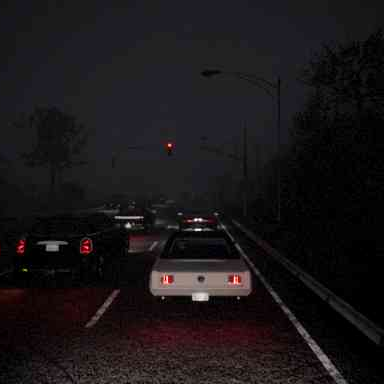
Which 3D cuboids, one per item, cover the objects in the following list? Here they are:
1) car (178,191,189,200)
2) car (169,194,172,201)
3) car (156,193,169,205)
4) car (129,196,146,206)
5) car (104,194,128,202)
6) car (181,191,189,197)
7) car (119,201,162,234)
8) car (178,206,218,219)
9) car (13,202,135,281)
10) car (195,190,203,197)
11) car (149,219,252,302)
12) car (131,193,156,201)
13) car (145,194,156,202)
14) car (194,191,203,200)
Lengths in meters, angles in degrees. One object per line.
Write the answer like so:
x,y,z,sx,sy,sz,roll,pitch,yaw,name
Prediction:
-1.987,0.738,76.015,2.150,2.045,5.566,0,3,1,car
-5.523,1.082,74.438,1.882,1.535,5.008,0,2,1,car
-5.952,1.222,58.896,2.150,2.045,5.566,0,0,1,car
-9.482,1.488,58.079,2.128,1.511,4.902,0,0,1,car
-9.817,1.221,43.474,2.150,2.045,5.566,0,0,1,car
-1.751,0.410,86.449,1.895,1.301,4.718,0,3,1,car
-3.187,1.492,19.053,2.128,1.511,4.902,0,0,0,car
0.319,1.505,17.464,1.837,1.490,4.892,0,0,1,car
-3.295,1.352,10.042,2.097,1.767,4.553,0,0,1,car
1.747,0.369,86.338,1.994,1.385,4.181,0,3,1,car
0.178,1.601,8.211,1.895,1.301,4.718,0,0,0,car
-6.329,1.352,43.046,2.097,1.767,4.553,0,0,1,car
-9.063,1.215,72.717,1.812,1.442,4.674,0,2,1,car
1.512,1.039,75.921,2.128,1.511,4.902,0,3,1,car
